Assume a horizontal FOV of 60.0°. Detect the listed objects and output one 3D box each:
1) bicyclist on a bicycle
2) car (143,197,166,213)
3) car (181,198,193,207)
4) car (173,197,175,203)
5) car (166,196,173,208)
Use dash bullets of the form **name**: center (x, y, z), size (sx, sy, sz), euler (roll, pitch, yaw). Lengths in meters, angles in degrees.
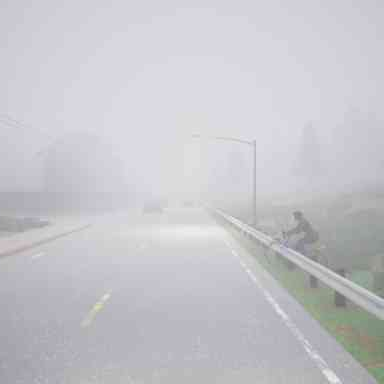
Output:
- **bicyclist on a bicycle**: center (2.912, 1.362, 9.064), size (1.656, 1.620, 0.582), euler (11, 3, 13)
- **car**: center (-4.197, 1.478, 36.423), size (1.882, 1.535, 5.008), euler (0, 0, -1)
- **car**: center (-0.756, 1.601, 51.807), size (1.895, 1.301, 4.718), euler (0, 0, -1)
- **car**: center (-4.651, 1.576, 69.335), size (1.994, 1.385, 4.181), euler (0, 0, -1)
- **car**: center (-4.411, 1.488, 49.406), size (2.128, 1.511, 4.902), euler (0, 0, -1)
